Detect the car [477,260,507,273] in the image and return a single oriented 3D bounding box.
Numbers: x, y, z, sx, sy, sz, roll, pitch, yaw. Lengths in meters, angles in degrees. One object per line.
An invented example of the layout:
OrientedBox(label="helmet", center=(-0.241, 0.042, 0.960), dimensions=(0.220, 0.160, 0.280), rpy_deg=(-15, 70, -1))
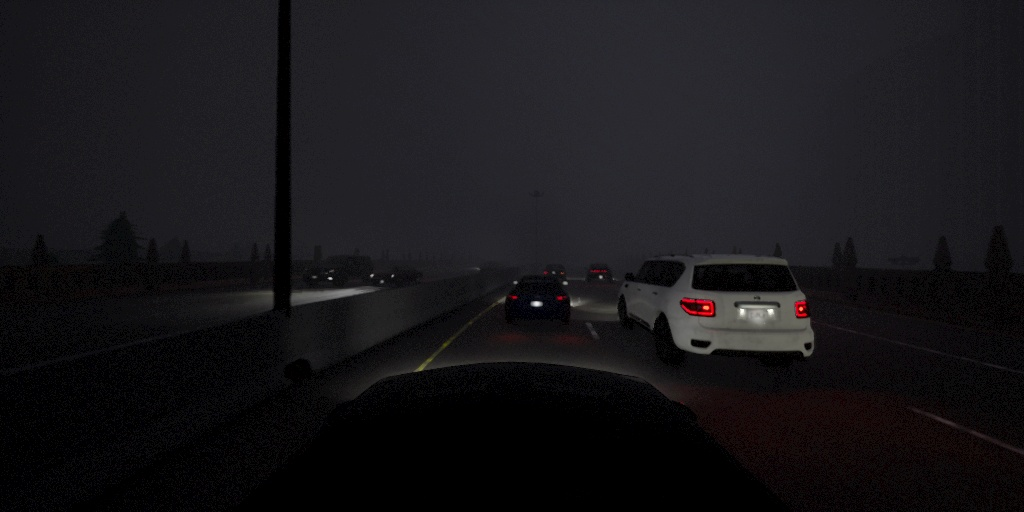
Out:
OrientedBox(label="car", center=(-2.220, 1.283, 39.144), dimensions=(1.882, 1.535, 5.008), rpy_deg=(0, 0, 9))

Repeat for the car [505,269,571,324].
OrientedBox(label="car", center=(0.931, 1.323, 12.100), dimensions=(1.994, 1.385, 4.181), rpy_deg=(0, 0, 7))

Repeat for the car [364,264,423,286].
OrientedBox(label="car", center=(-8.011, 1.346, 25.218), dimensions=(1.895, 1.301, 4.718), rpy_deg=(0, 0, 9))

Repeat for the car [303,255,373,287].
OrientedBox(label="car", center=(-11.645, 0.952, 24.654), dimensions=(2.150, 2.045, 5.566), rpy_deg=(0, 0, 9))

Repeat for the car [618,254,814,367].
OrientedBox(label="car", center=(3.994, 0.991, 8.182), dimensions=(2.150, 2.045, 5.566), rpy_deg=(0, 0, 5))

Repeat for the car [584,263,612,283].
OrientedBox(label="car", center=(7.003, 1.321, 29.121), dimensions=(1.837, 1.490, 4.892), rpy_deg=(0, 0, 9))

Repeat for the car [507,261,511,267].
OrientedBox(label="car", center=(-1.459, 1.509, 65.483), dimensions=(2.033, 1.411, 5.357), rpy_deg=(0, 0, 9))

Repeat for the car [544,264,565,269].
OrientedBox(label="car", center=(3.583, 1.351, 29.940), dimensions=(2.033, 1.411, 5.357), rpy_deg=(0, 0, 9))
